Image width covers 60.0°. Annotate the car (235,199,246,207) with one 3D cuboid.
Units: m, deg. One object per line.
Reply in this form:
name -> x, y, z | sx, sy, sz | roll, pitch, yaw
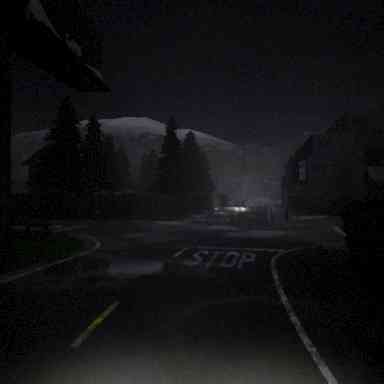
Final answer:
car -> 9.393, 2.121, 64.444 | 2.128, 1.511, 4.902 | 0, -1, 13
